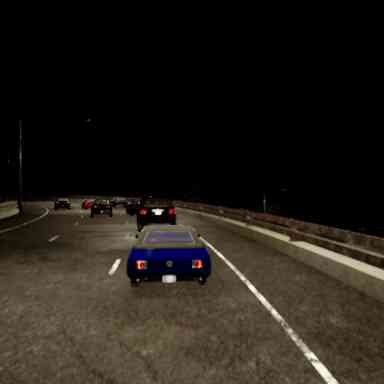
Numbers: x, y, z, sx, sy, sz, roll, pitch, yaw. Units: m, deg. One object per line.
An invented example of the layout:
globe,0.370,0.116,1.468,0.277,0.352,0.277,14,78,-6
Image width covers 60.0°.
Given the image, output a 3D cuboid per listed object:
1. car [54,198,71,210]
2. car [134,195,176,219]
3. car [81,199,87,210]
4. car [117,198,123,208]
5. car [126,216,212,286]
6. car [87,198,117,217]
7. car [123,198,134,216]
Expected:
car,-16.823,1.491,43.076,2.128,1.511,4.902,0,0,-24
car,-2.299,1.219,20.508,2.150,2.045,5.566,0,0,-10
car,-13.361,1.561,43.882,1.994,1.385,4.181,0,0,-24
car,-9.934,1.485,44.791,2.128,1.511,4.902,0,0,-24
car,-0.676,1.599,9.442,1.895,1.301,4.718,0,0,-5
car,-8.493,1.490,31.084,2.128,1.511,4.902,0,0,-17
car,-5.337,1.556,32.672,1.994,1.385,4.181,0,0,-17
